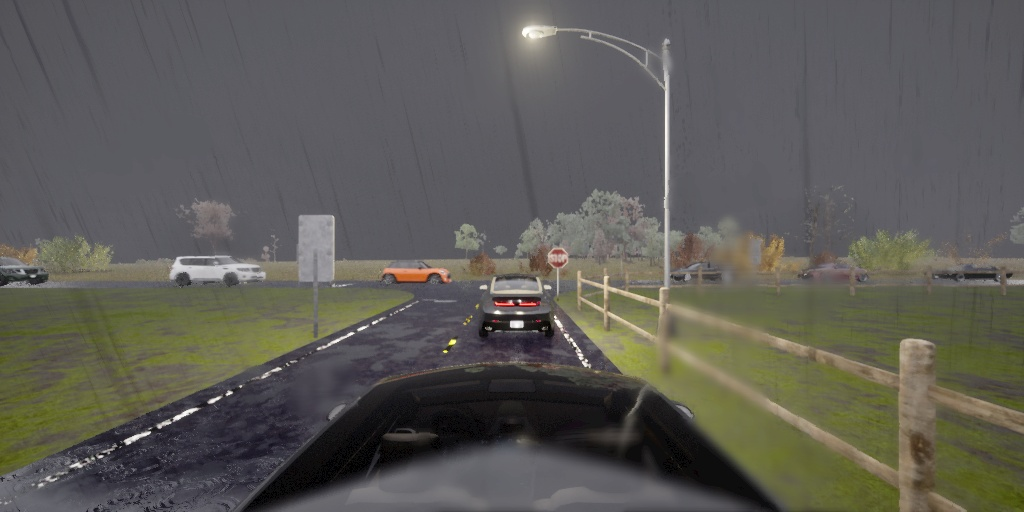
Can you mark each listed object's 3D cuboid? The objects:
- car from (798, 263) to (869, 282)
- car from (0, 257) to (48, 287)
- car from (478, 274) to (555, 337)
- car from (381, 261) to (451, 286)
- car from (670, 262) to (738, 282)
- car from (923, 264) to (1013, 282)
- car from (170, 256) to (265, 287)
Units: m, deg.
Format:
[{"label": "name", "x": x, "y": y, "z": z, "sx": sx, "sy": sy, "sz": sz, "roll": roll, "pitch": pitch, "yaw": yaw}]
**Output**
[{"label": "car", "x": 24.514, "y": 1.247, "z": 27.412, "sx": 4.181, "sy": 1.385, "sz": 1.994, "roll": 0, "pitch": 0, "yaw": 1}, {"label": "car", "x": -36.116, "y": 1.067, "z": 25.003, "sx": 5.566, "sy": 2.045, "sz": 2.150, "roll": 0, "pitch": 0, "yaw": 1}, {"label": "car", "x": 0.106, "y": 1.253, "z": 10.281, "sx": 1.837, "sy": 1.490, "sz": 4.892, "roll": 0, "pitch": 0, "yaw": 0}, {"label": "car", "x": -6.519, "y": 1.111, "z": 24.730, "sx": 4.553, "sy": 1.767, "sz": 2.097, "roll": 0, "pitch": 0, "yaw": 1}, {"label": "car", "x": 14.570, "y": 1.209, "z": 27.501, "sx": 4.892, "sy": 1.490, "sz": 1.837, "roll": 0, "pitch": 0, "yaw": 0}, {"label": "car", "x": 34.590, "y": 1.270, "z": 27.321, "sx": 4.718, "sy": 1.301, "sz": 1.895, "roll": 0, "pitch": 0, "yaw": 0}, {"label": "car", "x": -20.329, "y": 1.020, "z": 24.846, "sx": 5.566, "sy": 2.045, "sz": 2.150, "roll": 0, "pitch": 0, "yaw": 1}]
